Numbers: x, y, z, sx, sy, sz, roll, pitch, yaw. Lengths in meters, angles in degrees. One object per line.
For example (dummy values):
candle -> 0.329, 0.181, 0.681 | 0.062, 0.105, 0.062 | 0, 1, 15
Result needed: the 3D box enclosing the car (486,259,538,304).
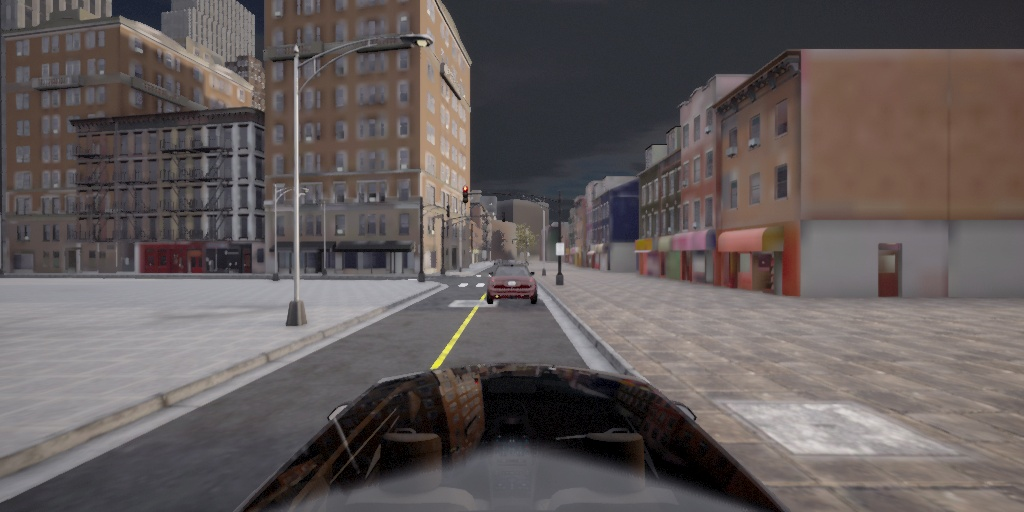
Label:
car -> 0.000, 1.115, 16.471 | 2.097, 1.767, 4.553 | 0, 0, 0
